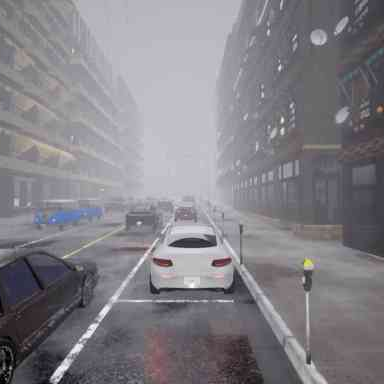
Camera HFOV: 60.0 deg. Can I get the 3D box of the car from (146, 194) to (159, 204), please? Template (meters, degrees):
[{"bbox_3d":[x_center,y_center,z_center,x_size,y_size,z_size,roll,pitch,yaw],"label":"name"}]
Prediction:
[{"bbox_3d":[-8.319,1.471,70.528,2.192,1.841,5.009,1,0,0],"label":"car"}]

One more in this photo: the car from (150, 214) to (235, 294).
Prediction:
[{"bbox_3d":[0.002,1.531,8.653,1.812,1.442,4.674,0,0,0],"label":"car"}]

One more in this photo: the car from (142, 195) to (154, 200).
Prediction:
[{"bbox_3d":[-5.774,1.491,46.826,2.097,1.767,4.553,0,0,0],"label":"car"}]

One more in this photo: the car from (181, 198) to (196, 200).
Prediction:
[{"bbox_3d":[-0.439,1.582,31.754,1.887,1.381,4.507,1,0,0],"label":"car"}]

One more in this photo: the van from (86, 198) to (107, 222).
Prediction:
[{"bbox_3d":[-8.314,1.368,26.285,1.690,1.788,3.998,1,0,0],"label":"van"}]

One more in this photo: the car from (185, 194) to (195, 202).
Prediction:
[{"bbox_3d":[-0.475,1.521,81.536,2.192,1.841,5.009,1,0,0],"label":"car"}]

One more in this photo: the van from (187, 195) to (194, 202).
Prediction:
[{"bbox_3d":[-0.476,1.576,87.068,1.690,1.788,3.998,1,0,0],"label":"van"}]

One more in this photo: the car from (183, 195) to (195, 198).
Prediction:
[{"bbox_3d":[-0.430,1.490,37.286,1.967,1.590,4.097,1,0,0],"label":"car"}]

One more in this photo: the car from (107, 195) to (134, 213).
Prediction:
[{"bbox_3d":[-8.315,1.366,37.346,2.192,1.841,5.009,1,0,0],"label":"car"}]

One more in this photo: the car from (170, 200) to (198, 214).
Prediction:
[{"bbox_3d":[-0.438,1.572,26.224,1.887,1.381,4.507,1,0,0],"label":"car"}]

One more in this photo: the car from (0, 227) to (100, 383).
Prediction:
[{"bbox_3d":[-2.919,1.550,4.821,2.033,1.411,5.357,0,0,0],"label":"car"}]

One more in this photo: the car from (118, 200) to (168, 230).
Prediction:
[{"bbox_3d":[-2.923,1.509,20.888,2.128,1.511,4.902,0,0,0],"label":"car"}]

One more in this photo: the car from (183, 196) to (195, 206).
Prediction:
[{"bbox_3d":[-0.474,1.553,59.411,1.967,1.590,4.097,1,0,0],"label":"car"}]

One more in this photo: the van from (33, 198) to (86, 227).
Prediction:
[{"bbox_3d":[-8.313,1.359,20.753,1.690,1.788,3.998,2,0,0],"label":"van"}]

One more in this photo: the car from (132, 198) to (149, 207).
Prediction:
[{"bbox_3d":[-8.323,1.660,53.938,1.947,1.339,4.313,1,0,0],"label":"car"}]

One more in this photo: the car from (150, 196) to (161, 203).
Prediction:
[{"bbox_3d":[-8.325,1.725,76.058,1.887,1.381,4.507,1,0,0],"label":"car"}]

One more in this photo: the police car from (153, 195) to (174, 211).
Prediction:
[{"bbox_3d":[-3.022,1.478,38.502,1.930,1.638,5.238,0,0,0],"label":"police car"}]

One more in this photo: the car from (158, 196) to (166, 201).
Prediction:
[{"bbox_3d":[-8.328,1.847,92.652,1.802,1.307,4.206,1,0,0],"label":"car"}]

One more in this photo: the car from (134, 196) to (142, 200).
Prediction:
[{"bbox_3d":[-8.315,1.379,42.875,2.192,1.841,5.009,1,0,0],"label":"car"}]
